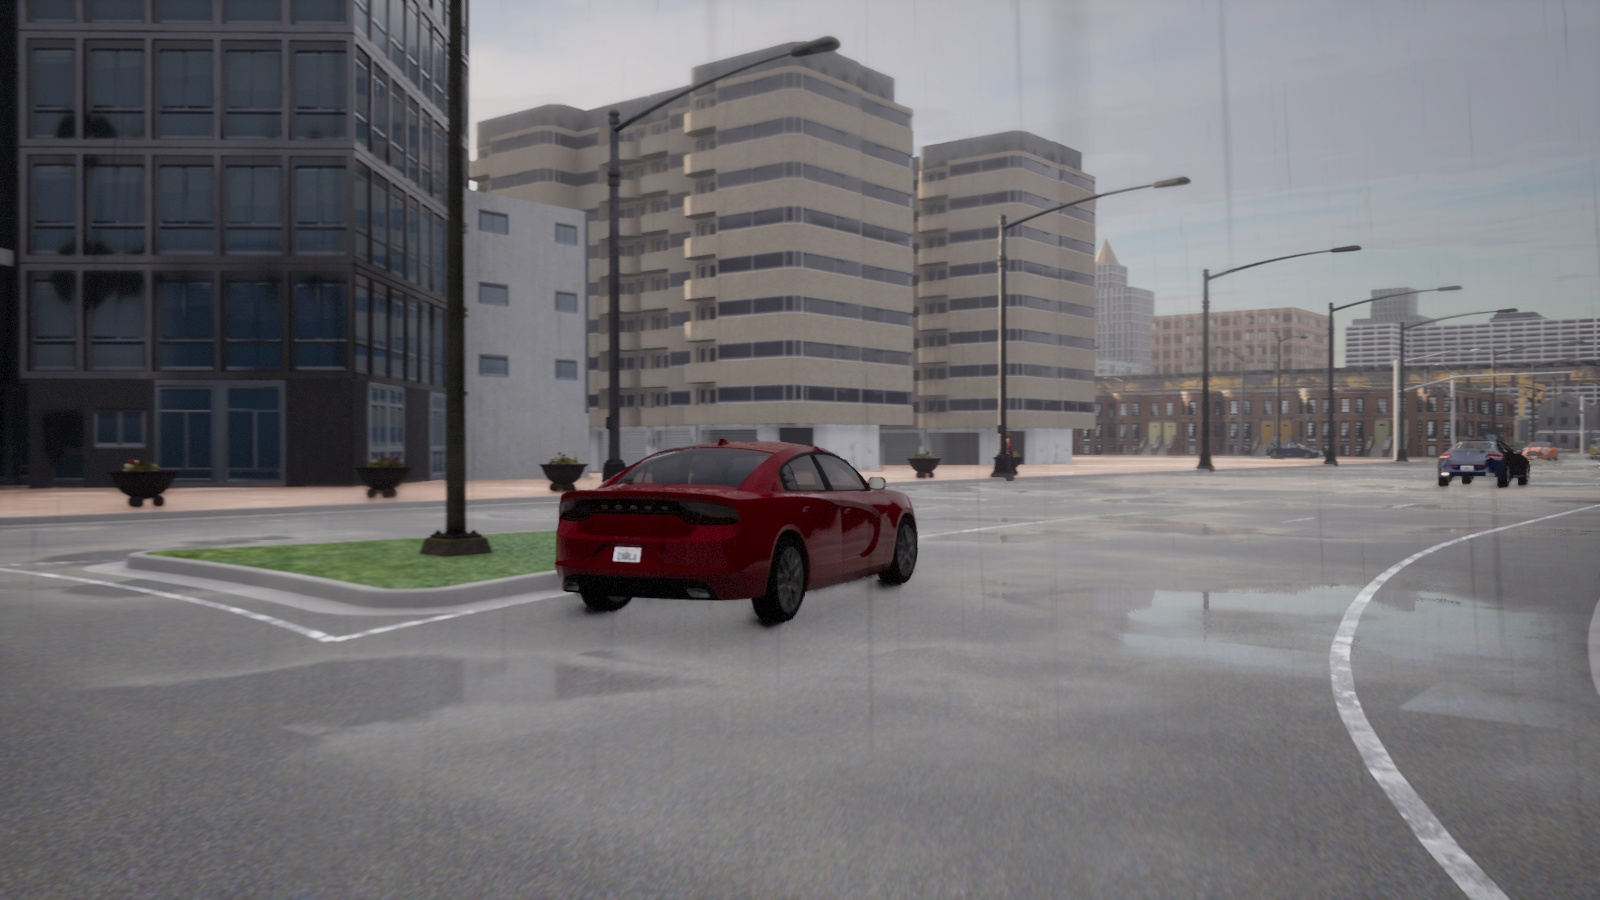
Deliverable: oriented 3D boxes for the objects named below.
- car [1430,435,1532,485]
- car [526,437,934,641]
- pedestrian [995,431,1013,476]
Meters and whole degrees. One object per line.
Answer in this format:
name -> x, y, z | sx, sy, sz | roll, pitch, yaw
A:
car -> 23.881, 0.328, 43.946 | 2.152, 1.651, 5.027 | 0, 0, 40
car -> -0.361, 0.656, 12.096 | 1.882, 1.535, 5.008 | 0, 0, 23
pedestrian -> 8.392, 0.128, 51.690 | 0.636, 1.846, 0.331 | 0, 0, -18
